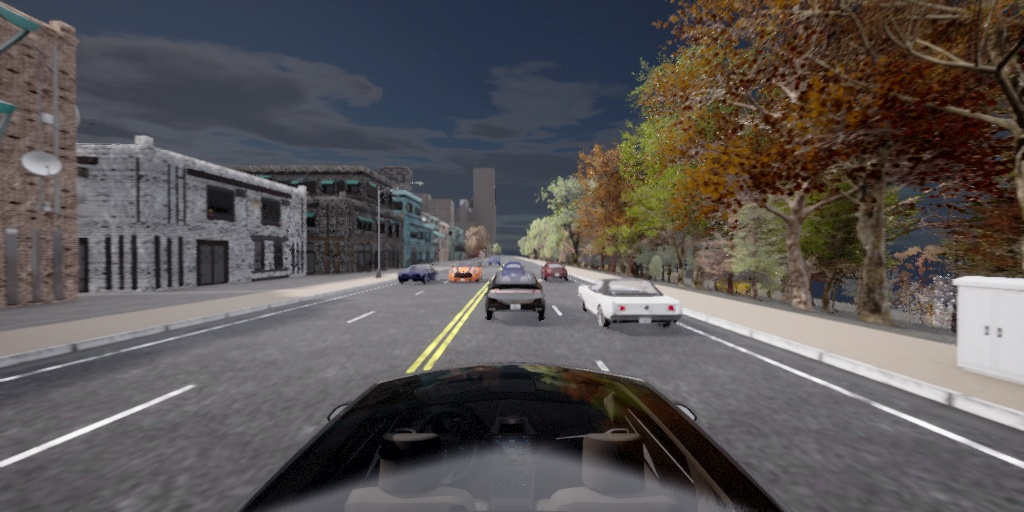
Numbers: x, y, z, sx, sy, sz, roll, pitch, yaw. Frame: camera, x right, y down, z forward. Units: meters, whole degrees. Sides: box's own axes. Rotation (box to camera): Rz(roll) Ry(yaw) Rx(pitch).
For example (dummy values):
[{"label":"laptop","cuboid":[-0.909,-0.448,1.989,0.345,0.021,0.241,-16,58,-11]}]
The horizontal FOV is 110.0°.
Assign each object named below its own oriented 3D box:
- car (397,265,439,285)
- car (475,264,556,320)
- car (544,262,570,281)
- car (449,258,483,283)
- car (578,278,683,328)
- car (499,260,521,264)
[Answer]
[{"label":"car","cuboid":[-6.592,1.289,25.517,1.895,1.301,4.718,0,0,0]},{"label":"car","cuboid":[0.101,1.214,12.550,2.128,1.511,4.902,0,0,0]},{"label":"car","cuboid":[3.357,1.208,28.940,1.812,1.442,4.674,0,0,0]},{"label":"car","cuboid":[-3.339,1.039,26.601,2.097,1.767,4.553,0,0,0]},{"label":"car","cuboid":[3.350,1.328,11.212,1.895,1.301,4.718,0,0,0]},{"label":"car","cuboid":[0.107,1.207,28.951,1.812,1.442,4.674,0,0,0]}]
